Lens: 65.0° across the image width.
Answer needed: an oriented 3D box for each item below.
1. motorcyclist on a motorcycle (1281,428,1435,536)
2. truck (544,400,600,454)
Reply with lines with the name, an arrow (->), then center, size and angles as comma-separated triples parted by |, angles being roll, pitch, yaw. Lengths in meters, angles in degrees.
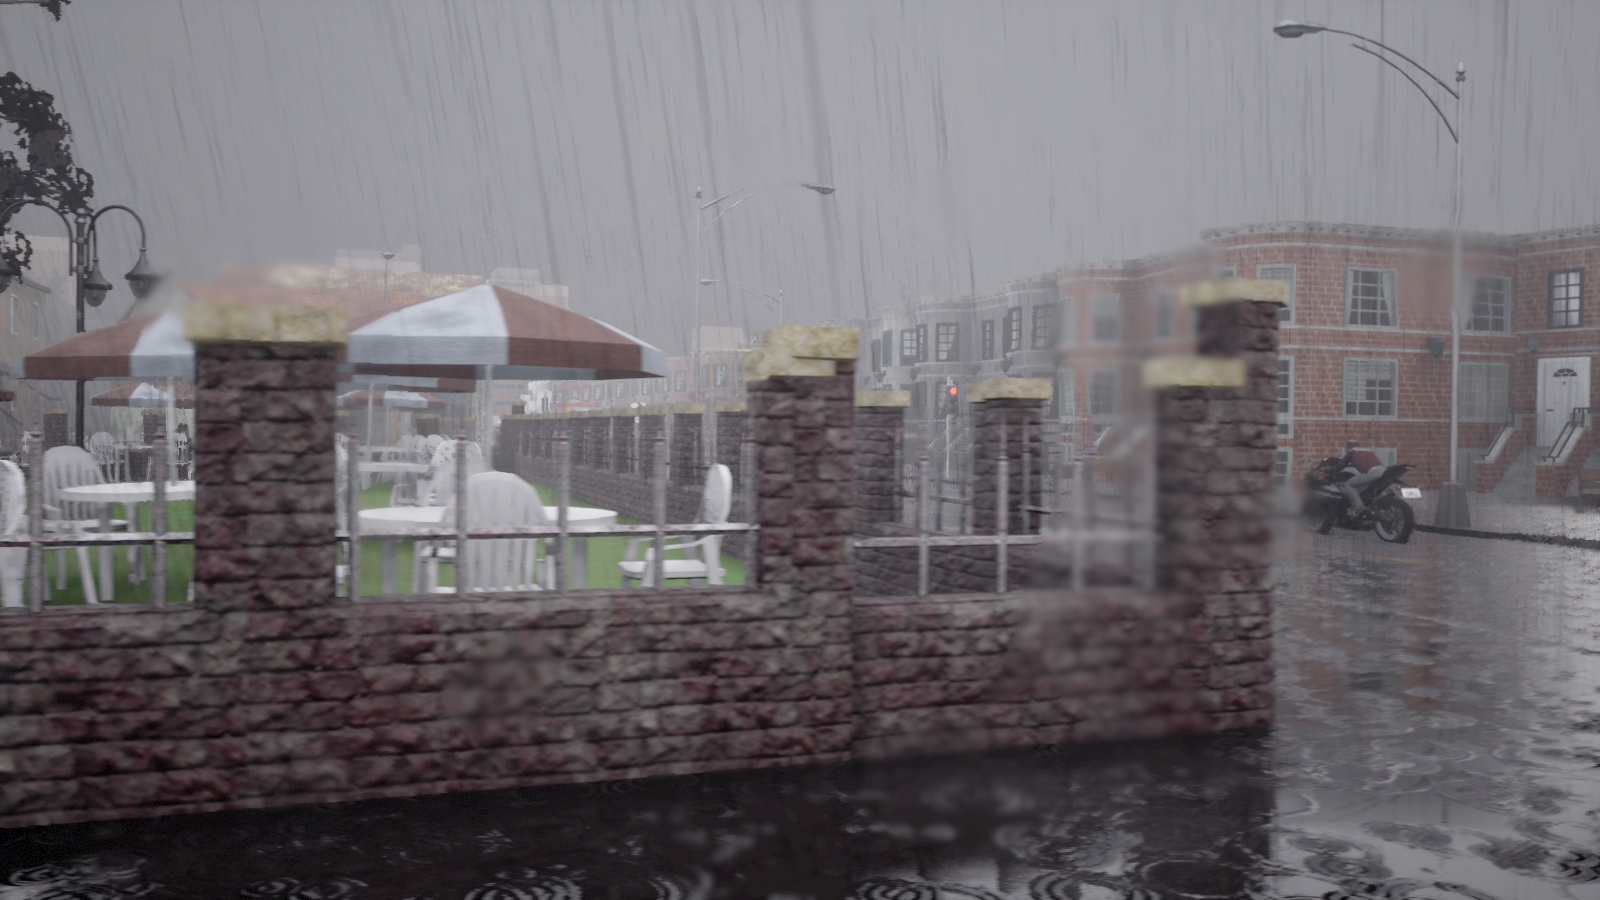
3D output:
motorcyclist on a motorcycle -> 8.381, 0.439, 18.982 | 0.866, 1.530, 2.191 | -1, 1, -19
truck -> -17.048, -1.675, 93.454 | 2.891, 3.827, 8.468 | -1, 1, -19
